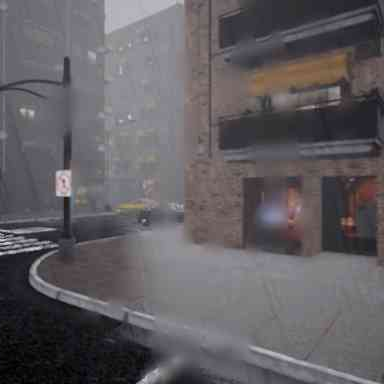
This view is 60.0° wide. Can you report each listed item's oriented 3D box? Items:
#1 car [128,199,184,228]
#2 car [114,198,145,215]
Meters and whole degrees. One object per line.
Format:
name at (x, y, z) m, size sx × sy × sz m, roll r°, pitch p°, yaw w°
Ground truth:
car at (-1.313, 1.286, 19.655) m, size 2.008 × 1.369 × 4.403 m, roll 1°, pitch 1°, yaw 36°
car at (-4.485, 1.176, 28.708) m, size 1.752 × 1.417 × 4.829 m, roll 1°, pitch 1°, yaw 36°
